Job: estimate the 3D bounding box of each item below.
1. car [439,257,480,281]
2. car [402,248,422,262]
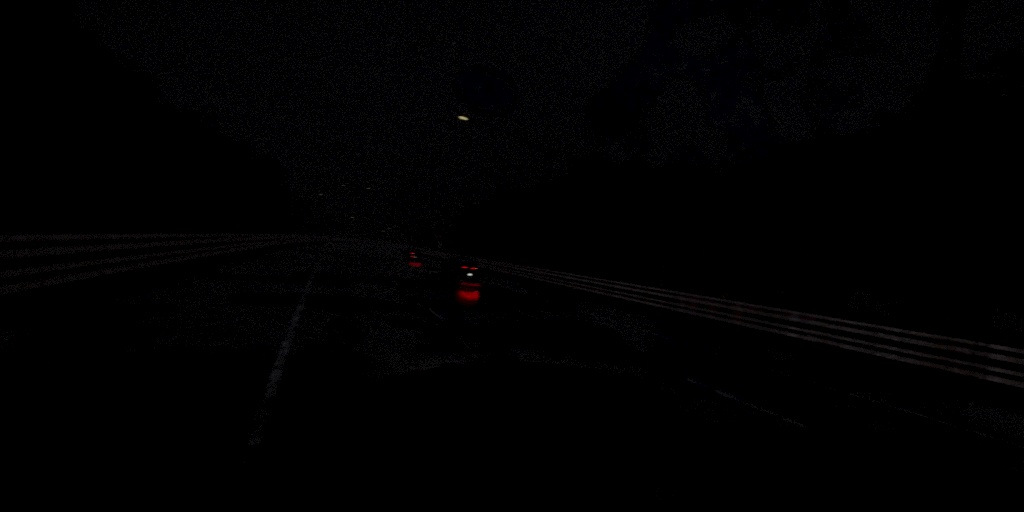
[{"bbox_3d":[-3.772,0.812,25.685,1.837,1.490,4.892,7,0,-26],"label":"car"},{"bbox_3d":[-12.131,-0.220,43.537,1.837,1.490,4.892,7,0,-24],"label":"car"}]
